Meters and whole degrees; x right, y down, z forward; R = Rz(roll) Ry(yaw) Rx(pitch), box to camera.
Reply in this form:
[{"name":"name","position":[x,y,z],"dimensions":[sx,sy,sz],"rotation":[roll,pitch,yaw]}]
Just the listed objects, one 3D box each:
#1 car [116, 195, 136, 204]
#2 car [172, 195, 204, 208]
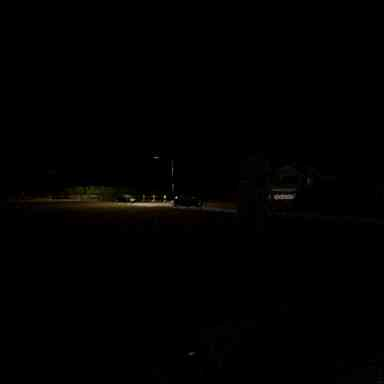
[{"name":"car","position":[-11.025,1.177,55.420],"dimensions":[2.128,1.511,4.902],"rotation":[1,-1,-36]},{"name":"car","position":[-0.513,1.141,40.672],"dimensions":[2.128,1.511,4.902],"rotation":[1,-1,-36]}]
